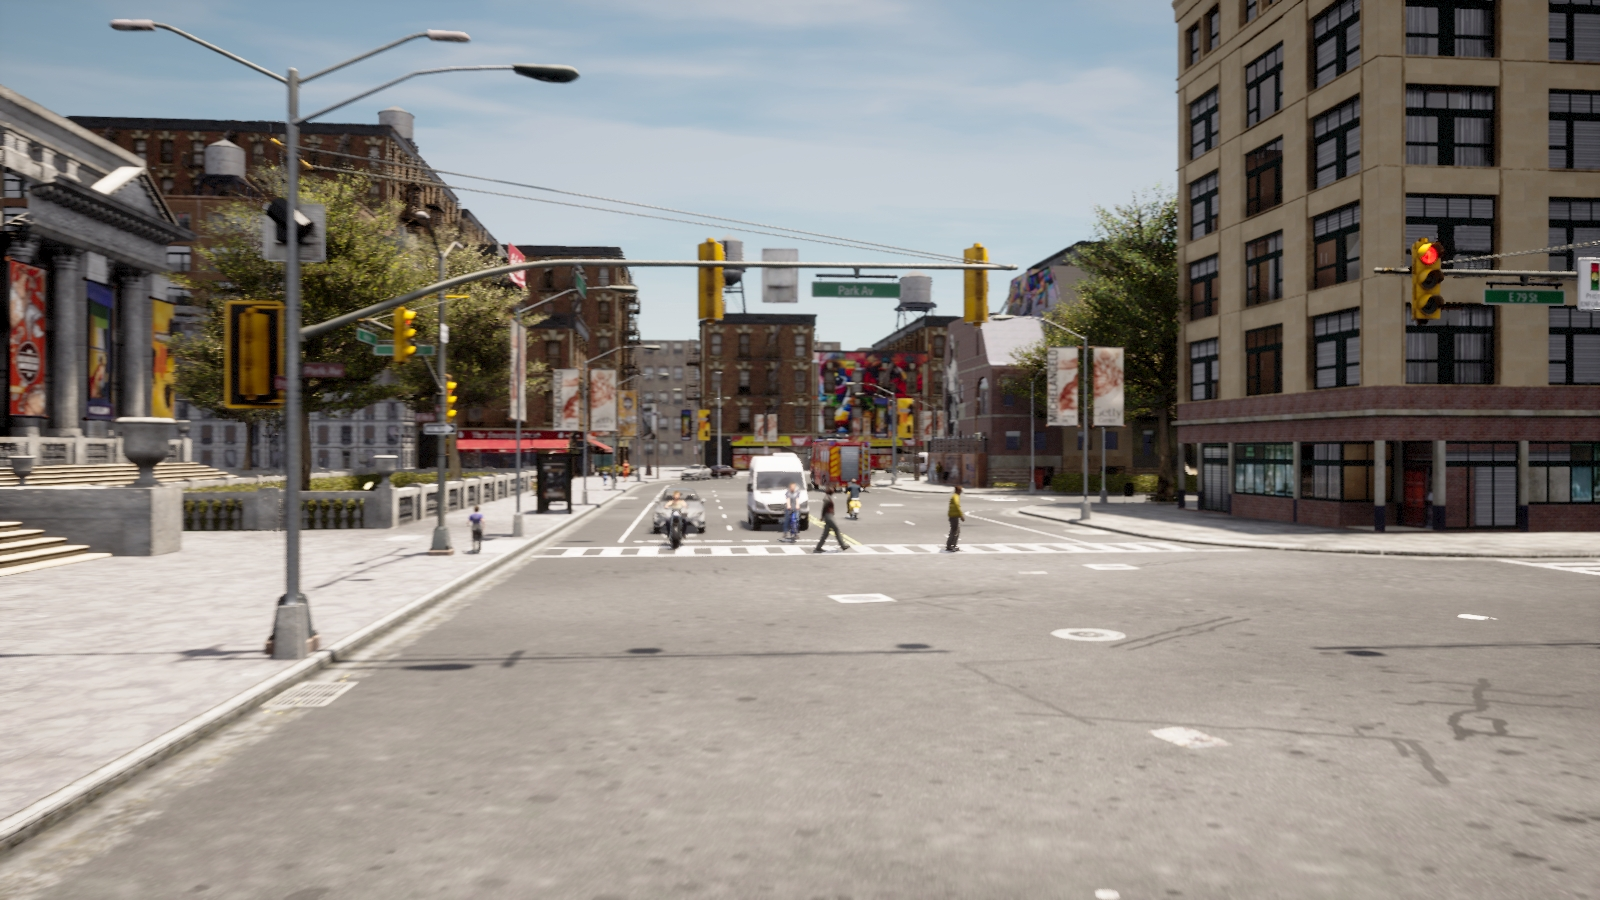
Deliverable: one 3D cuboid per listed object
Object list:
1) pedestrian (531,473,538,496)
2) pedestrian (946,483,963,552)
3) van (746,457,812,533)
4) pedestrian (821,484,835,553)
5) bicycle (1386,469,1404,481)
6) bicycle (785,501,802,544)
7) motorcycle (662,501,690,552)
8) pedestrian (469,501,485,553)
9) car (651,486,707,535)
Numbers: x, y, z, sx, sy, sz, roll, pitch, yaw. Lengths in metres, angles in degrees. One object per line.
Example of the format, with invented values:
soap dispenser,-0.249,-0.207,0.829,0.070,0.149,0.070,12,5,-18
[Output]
pedestrian,-15.042,1.966,64.823,0.375,1.300,0.375,0,0,-11
pedestrian,4.235,1.851,31.250,0.375,1.860,0.375,0,0,-6
van,-0.843,1.534,41.848,1.988,2.561,5.915,0,0,-5
pedestrian,0.758,1.849,31.011,0.375,1.860,0.375,0,0,4
bicycle,55.139,2.288,105.823,0.859,1.080,1.487,0,1,-2
bicycle,-0.215,2.205,34.811,0.373,1.196,1.643,0,0,-5
motorcycle,-3.538,2.168,32.799,0.764,1.277,2.356,0,0,-5
pedestrian,-8.250,1.971,29.175,0.375,1.300,0.375,0,0,-14
car,-4.154,2.063,39.543,1.816,1.474,4.193,0,0,-5
